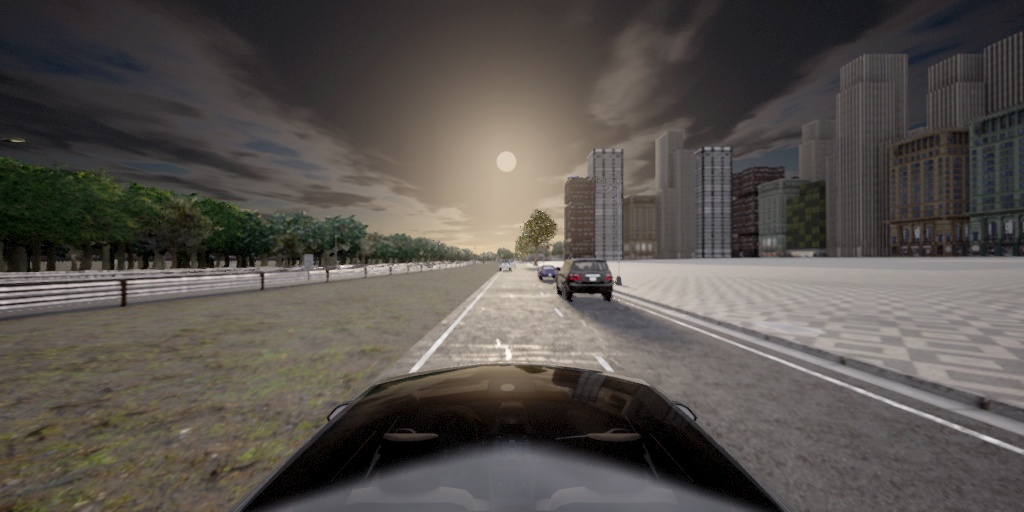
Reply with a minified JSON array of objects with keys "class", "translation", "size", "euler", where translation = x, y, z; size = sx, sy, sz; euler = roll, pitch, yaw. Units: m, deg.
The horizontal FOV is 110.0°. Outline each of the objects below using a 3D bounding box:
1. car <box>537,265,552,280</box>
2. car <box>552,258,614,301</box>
[{"class":"car","translation":[3.601,1.628,36.199],"size":[1.812,1.442,4.674],"euler":[0,-1,0]},{"class":"car","translation":[3.601,1.143,18.631],"size":[2.150,2.045,5.566],"euler":[0,-1,0]}]
